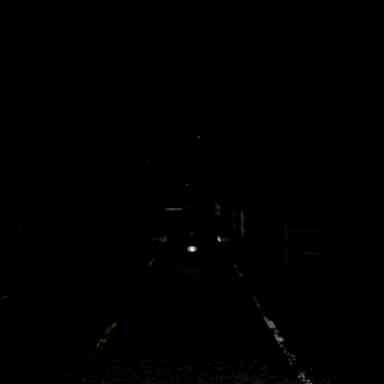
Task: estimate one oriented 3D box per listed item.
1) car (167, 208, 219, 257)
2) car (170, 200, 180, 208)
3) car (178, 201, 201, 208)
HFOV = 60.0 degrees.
[{"bbox_3d":[0.024,1.649,13.520,1.837,1.490,4.892,0,0,0],"label":"car"},{"bbox_3d":[-2.792,2.159,59.427,1.812,1.442,4.674,0,-1,1],"label":"car"},{"bbox_3d":[0.035,1.784,29.256,1.882,1.535,5.008,0,0,1],"label":"car"}]
